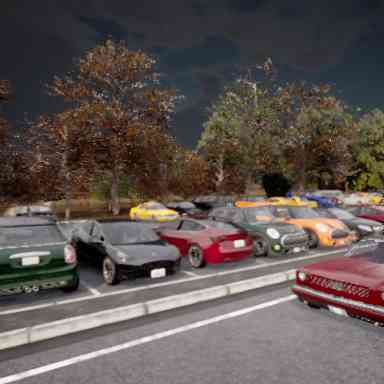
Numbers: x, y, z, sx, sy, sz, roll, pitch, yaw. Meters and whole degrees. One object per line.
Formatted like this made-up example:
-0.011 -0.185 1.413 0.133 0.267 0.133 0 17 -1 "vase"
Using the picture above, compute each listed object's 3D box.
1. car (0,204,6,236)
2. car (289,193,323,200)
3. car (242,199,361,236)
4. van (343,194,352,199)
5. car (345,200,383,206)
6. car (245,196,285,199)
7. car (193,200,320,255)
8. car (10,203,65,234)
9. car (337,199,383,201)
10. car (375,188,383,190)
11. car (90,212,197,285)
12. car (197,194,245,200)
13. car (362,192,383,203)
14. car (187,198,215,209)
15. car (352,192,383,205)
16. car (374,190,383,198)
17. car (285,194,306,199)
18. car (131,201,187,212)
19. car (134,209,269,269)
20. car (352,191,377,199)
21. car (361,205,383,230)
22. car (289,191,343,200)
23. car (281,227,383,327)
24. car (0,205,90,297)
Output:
-12.144 1.525 19.078 2.097 1.535 5.008 0 0 -35 "car"
10.675 1.215 35.311 1.946 1.575 5.366 -2 1 -35 "car"
4.616 1.380 14.899 2.185 1.767 4.553 -1 0 -35 "car"
15.404 0.862 38.258 1.878 1.987 4.442 -2 1 -35 "van"
9.204 1.442 18.071 2.097 1.535 5.008 -1 1 -35 "car"
6.101 1.219 31.916 2.185 1.767 4.553 -1 1 -35 "car"
2.339 1.400 13.303 2.185 1.767 4.553 0 0 -35 "car"
-9.755 1.534 20.752 2.231 1.521 4.892 0 0 -35 "car"
11.487 1.398 19.673 2.097 1.535 5.008 -1 1 -35 "car"
29.031 0.444 47.921 2.435 2.045 5.566 -2 1 -35 "car"
-2.190 1.566 10.053 2.163 1.488 4.792 0 0 -35 "car"
1.532 1.189 28.709 2.435 2.045 5.566 -1 1 -35 "car"
26.722 0.791 46.371 2.163 1.488 4.792 -2 1 -35 "car"
-0.735 1.476 27.091 2.097 1.535 5.008 -1 0 -35 "car"
24.456 0.828 44.756 2.231 1.521 4.892 -2 1 -35 "car"
22.177 0.893 43.156 2.097 1.535 5.008 -2 1 -35 "car"
8.404 1.285 33.486 2.097 1.535 5.008 -1 1 -35 "car"
-2.909 1.500 25.333 1.946 1.575 5.366 0 0 -35 "car"
0.059 1.565 11.702 2.163 1.488 4.792 0 0 -35 "car"
19.899 0.999 41.556 2.002 1.452 4.674 -2 1 -35 "car"
6.915 1.518 16.477 2.002 1.452 4.674 -1 1 -35 "car"
13.073 0.902 36.731 2.435 2.045 5.566 -2 1 -35 "car"
4.137 1.590 6.646 4.718 1.301 1.895 0 0 -36 "car"
-4.471 1.405 8.451 2.185 1.767 4.553 0 0 -35 "car"
